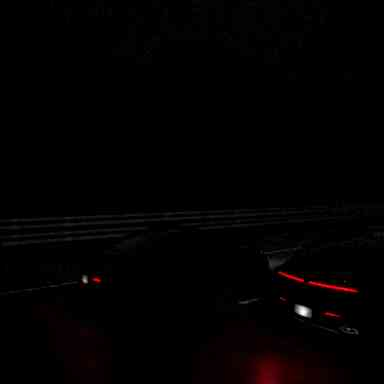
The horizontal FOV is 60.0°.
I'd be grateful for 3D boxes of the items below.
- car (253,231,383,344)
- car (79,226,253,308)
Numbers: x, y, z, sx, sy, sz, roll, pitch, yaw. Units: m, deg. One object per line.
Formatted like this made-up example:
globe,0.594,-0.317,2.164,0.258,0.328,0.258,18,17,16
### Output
car,3.613,1.512,6.330,4.892,1.490,1.837,0,0,-36
car,-0.236,1.532,7.884,4.674,1.442,1.812,0,0,-36
